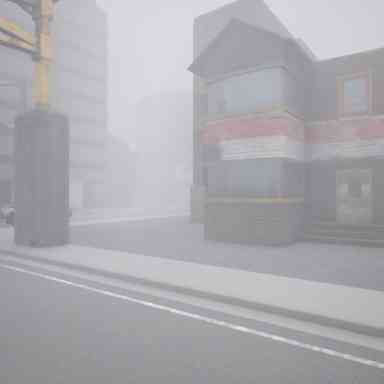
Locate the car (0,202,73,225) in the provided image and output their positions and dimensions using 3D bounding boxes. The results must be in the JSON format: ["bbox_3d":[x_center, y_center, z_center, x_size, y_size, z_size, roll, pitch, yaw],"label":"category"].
[{"bbox_3d":[-10.732,1.453,23.536,2.038,1.542,4.974,0,0,16],"label":"car"}]
